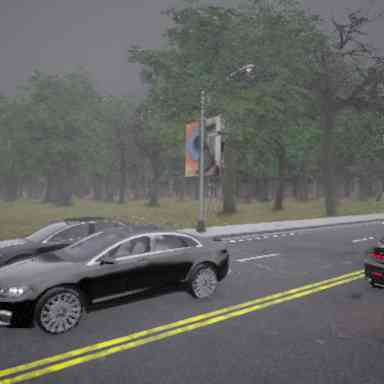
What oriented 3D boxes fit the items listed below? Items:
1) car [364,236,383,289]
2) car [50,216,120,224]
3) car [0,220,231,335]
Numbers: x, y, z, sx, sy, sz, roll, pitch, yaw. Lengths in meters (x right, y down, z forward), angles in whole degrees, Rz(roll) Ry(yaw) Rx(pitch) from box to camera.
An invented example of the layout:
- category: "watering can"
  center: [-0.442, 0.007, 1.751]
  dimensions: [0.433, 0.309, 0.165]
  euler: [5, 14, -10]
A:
- category: "car"
  center: [5.991, 1.510, 7.978]
  dimensions: [4.892, 1.490, 1.837]
  euler: [0, 0, -37]
- category: "car"
  center: [-3.317, 1.496, 9.421]
  dimensions: [4.892, 1.490, 1.837]
  euler: [0, 0, -37]
- category: "car"
  center: [-1.387, 1.486, 6.806]
  dimensions: [4.902, 1.511, 2.128]
  euler: [0, 0, -37]
